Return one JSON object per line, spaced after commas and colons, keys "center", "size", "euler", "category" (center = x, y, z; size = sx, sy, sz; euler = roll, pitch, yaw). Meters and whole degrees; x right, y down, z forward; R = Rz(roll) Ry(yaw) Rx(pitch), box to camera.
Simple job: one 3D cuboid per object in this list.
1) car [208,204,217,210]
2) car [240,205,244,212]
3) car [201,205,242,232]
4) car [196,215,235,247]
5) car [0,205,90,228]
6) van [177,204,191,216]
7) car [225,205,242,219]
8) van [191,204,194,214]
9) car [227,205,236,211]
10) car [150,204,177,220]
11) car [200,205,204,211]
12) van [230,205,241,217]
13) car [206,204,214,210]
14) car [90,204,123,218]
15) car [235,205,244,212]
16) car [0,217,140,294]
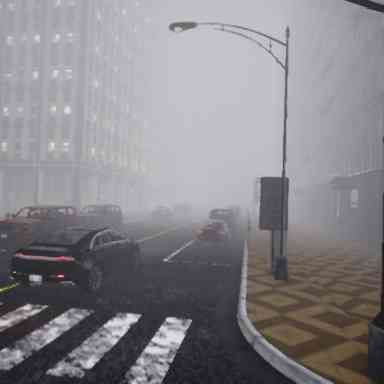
{"center": [5.700, 4.184, 92.827], "size": [1.947, 1.339, 4.313], "euler": [2, -1, 10], "category": "car"}
{"center": [4.674, 2.562, 39.197], "size": [2.192, 1.841, 5.009], "euler": [2, -1, 10], "category": "car"}
{"center": [2.257, 2.109, 24.450], "size": [2.192, 1.841, 5.009], "euler": [2, -1, 10], "category": "car"}
{"center": [1.241, 2.192, 18.492], "size": [1.802, 1.307, 4.206], "euler": [2, -1, 10], "category": "car"}
{"center": [-7.372, 1.579, 16.315], "size": [2.192, 1.841, 5.009], "euler": [2, -1, 10], "category": "car"}
{"center": [-1.694, 2.621, 49.095], "size": [1.690, 1.788, 3.998], "euler": [2, -1, 10], "category": "van"}
{"center": [6.072, 2.824, 47.775], "size": [2.192, 1.841, 5.009], "euler": [2, -1, 10], "category": "car"}
{"center": [-0.769, 2.789, 54.562], "size": [1.690, 1.788, 3.998], "euler": [2, -1, 10], "category": "van"}
{"center": [10.980, 4.305, 92.175], "size": [2.128, 1.511, 4.902], "euler": [2, -1, 10], "category": "car"}
{"center": [-3.526, 2.397, 38.672], "size": [1.967, 1.590, 4.097], "euler": [2, -1, 10], "category": "car"}
{"center": [2.924, 3.700, 76.425], "size": [1.802, 1.307, 4.206], "euler": [2, -1, 10], "category": "car"}
{"center": [6.996, 3.018, 53.242], "size": [1.690, 1.788, 3.998], "euler": [2, -1, 10], "category": "van"}
{"center": [4.748, 3.972, 87.193], "size": [1.752, 1.417, 4.829], "euler": [2, -1, 10], "category": "car"}
{"center": [-6.316, 1.772, 22.555], "size": [2.192, 1.841, 5.009], "euler": [2, -1, 10], "category": "car"}
{"center": [11.619, 3.954, 80.575], "size": [1.967, 1.590, 4.097], "euler": [2, -1, 10], "category": "car"}
{"center": [-2.987, 1.736, 9.637], "size": [2.128, 1.511, 4.902], "euler": [2, -1, 10], "category": "car"}
